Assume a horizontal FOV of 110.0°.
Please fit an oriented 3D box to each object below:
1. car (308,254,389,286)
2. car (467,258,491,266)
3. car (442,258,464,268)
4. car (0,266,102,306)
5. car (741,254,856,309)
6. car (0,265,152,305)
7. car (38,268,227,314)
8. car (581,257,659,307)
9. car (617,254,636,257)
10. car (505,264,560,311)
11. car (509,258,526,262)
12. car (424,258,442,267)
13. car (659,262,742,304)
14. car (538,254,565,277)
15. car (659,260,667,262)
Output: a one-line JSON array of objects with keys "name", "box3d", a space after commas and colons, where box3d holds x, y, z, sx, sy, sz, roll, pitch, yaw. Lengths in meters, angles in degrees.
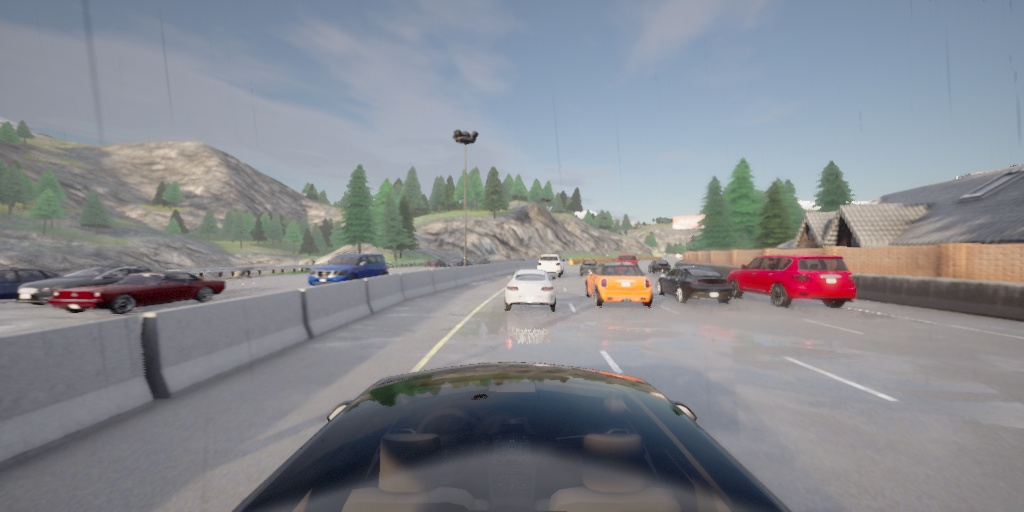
[{"name": "car", "box3d": [-9.285, 0.873, 20.963, 2.150, 2.045, 5.566, 0, 0, 7]}, {"name": "car", "box3d": [-4.860, 1.032, 55.472, 1.837, 1.490, 4.892, 0, 0, 19]}, {"name": "car", "box3d": [-8.323, 1.063, 56.287, 2.033, 1.411, 5.357, 0, 0, 19]}, {"name": "car", "box3d": [-20.508, 1.197, 14.275, 2.033, 1.411, 5.357, 0, 0, 5]}, {"name": "car", "box3d": [11.367, 0.947, 15.140, 2.150, 2.045, 5.566, 0, 0, 6]}, {"name": "car", "box3d": [-16.901, 1.147, 15.055, 2.128, 1.511, 4.902, 0, 0, 5]}, {"name": "car", "box3d": [-13.554, 1.271, 13.434, 1.895, 1.301, 4.718, 0, 0, 4]}, {"name": "car", "box3d": [4.399, 1.060, 15.367, 2.097, 1.767, 4.553, 0, 0, 5]}, {"name": "car", "box3d": [11.495, 0.865, 36.230, 2.150, 2.045, 5.566, 0, 0, 14]}, {"name": "car", "box3d": [0.772, 1.229, 14.200, 1.812, 1.442, 4.674, 0, 0, 5]}, {"name": "car", "box3d": [0.967, 1.024, 61.175, 1.837, 1.490, 4.892, 0, 0, 22]}, {"name": "car", "box3d": [-11.995, 1.071, 56.157, 1.994, 1.385, 4.181, 0, 0, 18]}, {"name": "car", "box3d": [7.983, 1.218, 16.125, 1.837, 1.490, 4.892, 0, 0, 6]}, {"name": "car", "box3d": [3.730, 0.856, 33.717, 2.150, 2.045, 5.566, 0, 0, 12]}, {"name": "car", "box3d": [15.577, 1.152, 37.964, 1.837, 1.490, 4.892, 0, 0, 15]}]
